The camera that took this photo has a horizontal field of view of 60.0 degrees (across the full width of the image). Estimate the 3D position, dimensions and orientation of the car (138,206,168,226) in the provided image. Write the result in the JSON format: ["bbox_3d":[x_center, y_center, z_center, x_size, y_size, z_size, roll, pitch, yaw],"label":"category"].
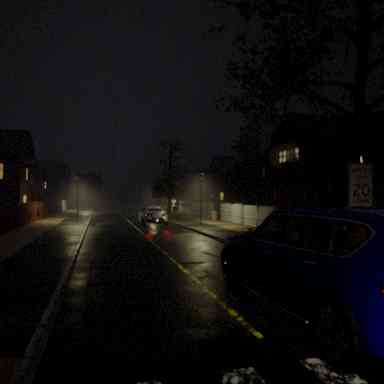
[{"bbox_3d":[-3.091,1.809,25.790,1.812,1.442,4.674,0,-1,-15],"label":"car"}]

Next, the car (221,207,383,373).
[{"bbox_3d":[2.383,1.279,6.060,2.150,2.045,5.566,0,-1,-16],"label":"car"}]
